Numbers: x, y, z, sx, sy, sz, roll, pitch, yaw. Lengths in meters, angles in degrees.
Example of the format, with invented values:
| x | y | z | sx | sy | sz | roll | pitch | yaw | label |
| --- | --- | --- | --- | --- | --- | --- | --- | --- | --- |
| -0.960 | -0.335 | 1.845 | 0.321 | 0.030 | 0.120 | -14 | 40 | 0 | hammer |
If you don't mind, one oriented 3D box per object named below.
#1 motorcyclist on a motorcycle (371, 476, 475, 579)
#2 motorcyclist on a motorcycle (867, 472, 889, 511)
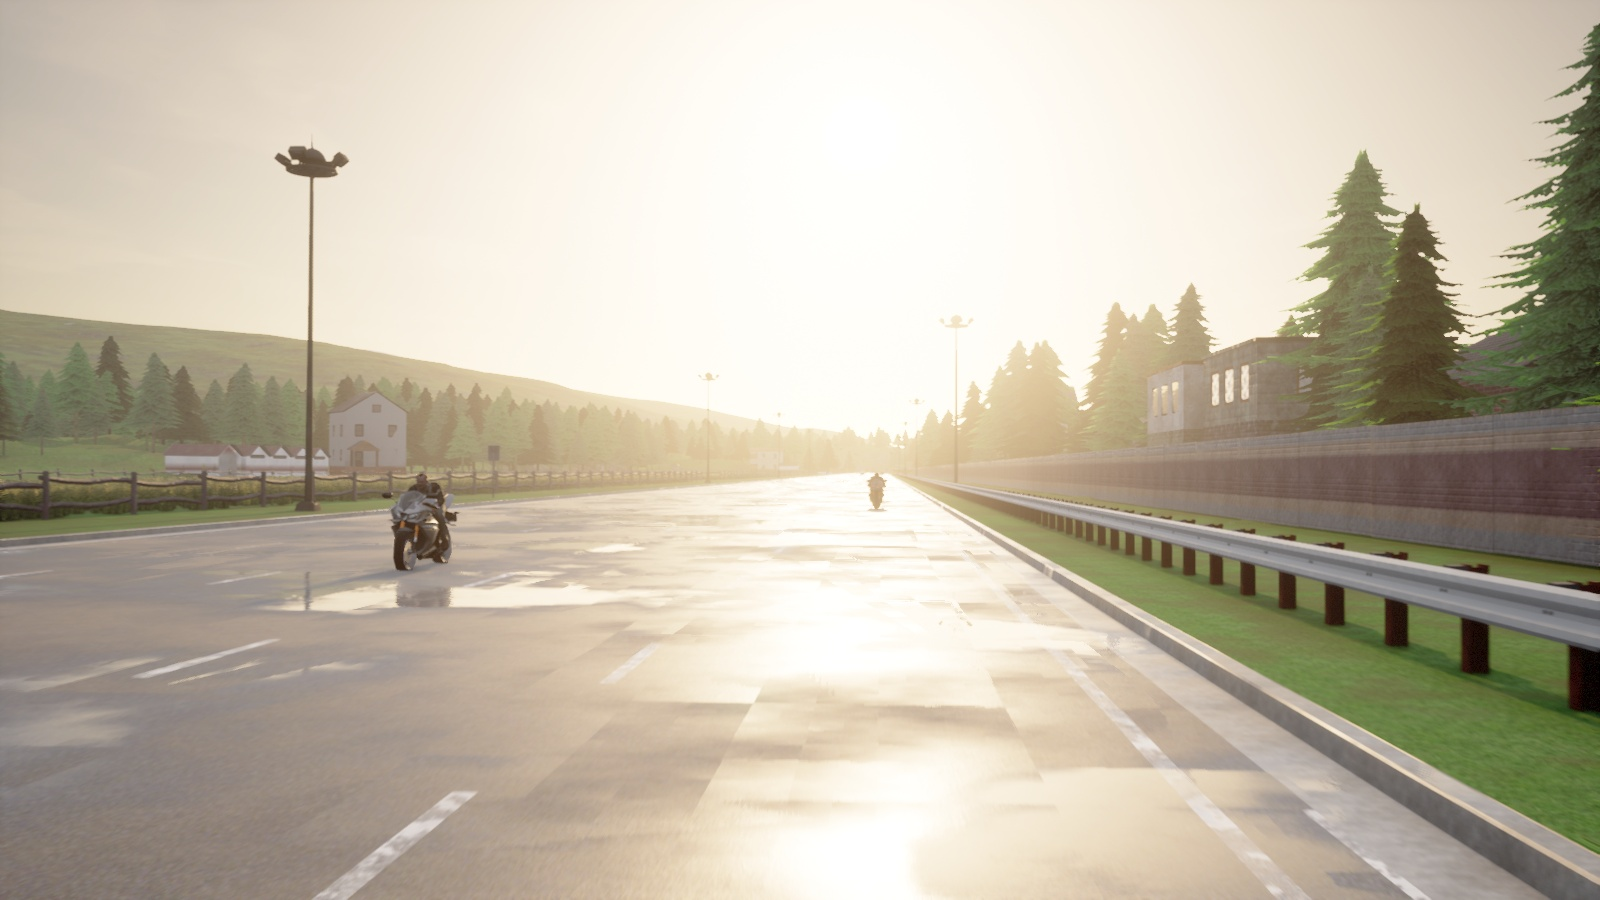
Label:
| x | y | z | sx | sy | sz | roll | pitch | yaw | label |
| --- | --- | --- | --- | --- | --- | --- | --- | --- | --- |
| -5.940 | 1.189 | 19.915 | 0.866 | 1.530 | 2.191 | 0 | -1 | 4 | motorcyclist on a motorcycle |
| 3.148 | 1.650 | 50.874 | 0.866 | 1.530 | 2.191 | 0 | -1 | 4 | motorcyclist on a motorcycle |
